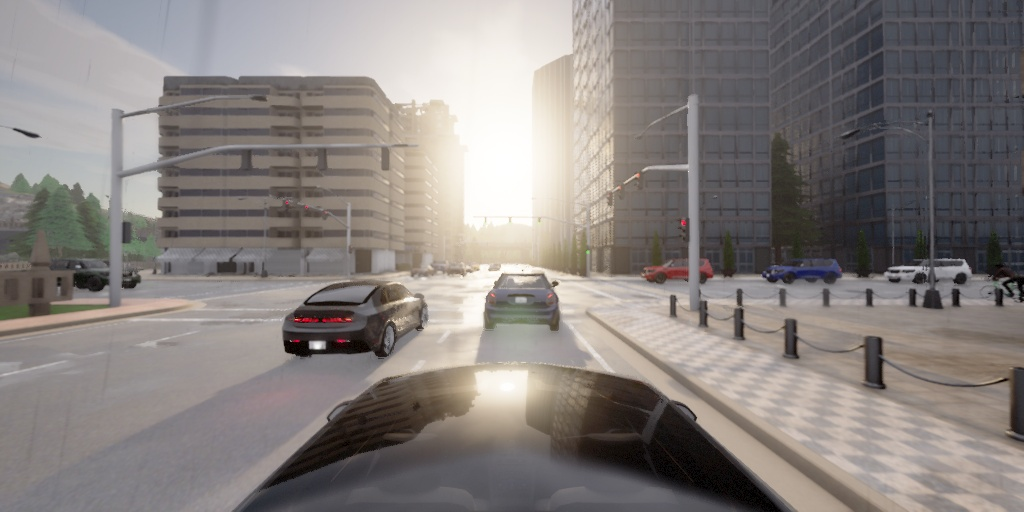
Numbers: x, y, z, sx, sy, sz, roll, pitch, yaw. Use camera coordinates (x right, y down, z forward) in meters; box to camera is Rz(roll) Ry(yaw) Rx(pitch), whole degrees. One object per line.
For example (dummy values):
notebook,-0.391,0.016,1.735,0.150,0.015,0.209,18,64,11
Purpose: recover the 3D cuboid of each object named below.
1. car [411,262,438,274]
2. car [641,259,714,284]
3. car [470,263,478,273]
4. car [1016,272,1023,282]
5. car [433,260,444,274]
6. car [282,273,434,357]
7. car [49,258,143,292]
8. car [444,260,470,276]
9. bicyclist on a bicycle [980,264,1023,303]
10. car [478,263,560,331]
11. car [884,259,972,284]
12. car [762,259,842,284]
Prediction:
car,-10.620,1.780,42.864,1.812,1.442,4.674,0,-1,1
car,13.685,1.261,29.809,5.566,2.045,2.150,0,-1,0
car,-7.060,1.962,55.920,2.033,1.411,5.357,0,-1,0
car,44.625,1.562,29.573,4.674,1.442,1.812,0,-1,1
car,-10.572,1.595,52.573,2.150,2.045,5.566,0,-1,0
car,-3.412,1.342,8.734,1.837,1.490,4.892,0,-1,0
car,-27.333,1.178,23.121,5.566,2.045,2.150,0,-1,3
car,-7.078,1.650,46.452,2.097,1.767,4.553,0,-1,0
bicyclist on a bicycle,21.007,1.162,15.282,0.582,1.620,1.656,0,-1,0
car,0.445,1.222,11.654,2.097,1.767,4.553,0,-1,6
car,34.367,1.259,29.686,5.566,2.045,2.150,0,-1,0
car,24.005,1.260,29.746,5.566,2.045,2.150,0,-1,1
